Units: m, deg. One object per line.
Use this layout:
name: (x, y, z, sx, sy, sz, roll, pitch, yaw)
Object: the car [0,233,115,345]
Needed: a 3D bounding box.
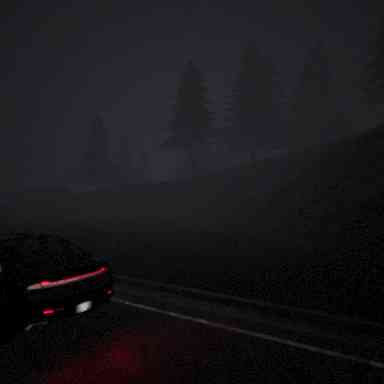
car: (-3.633, 1.561, 6.453, 4.902, 1.511, 2.128, -1, 0, 35)
